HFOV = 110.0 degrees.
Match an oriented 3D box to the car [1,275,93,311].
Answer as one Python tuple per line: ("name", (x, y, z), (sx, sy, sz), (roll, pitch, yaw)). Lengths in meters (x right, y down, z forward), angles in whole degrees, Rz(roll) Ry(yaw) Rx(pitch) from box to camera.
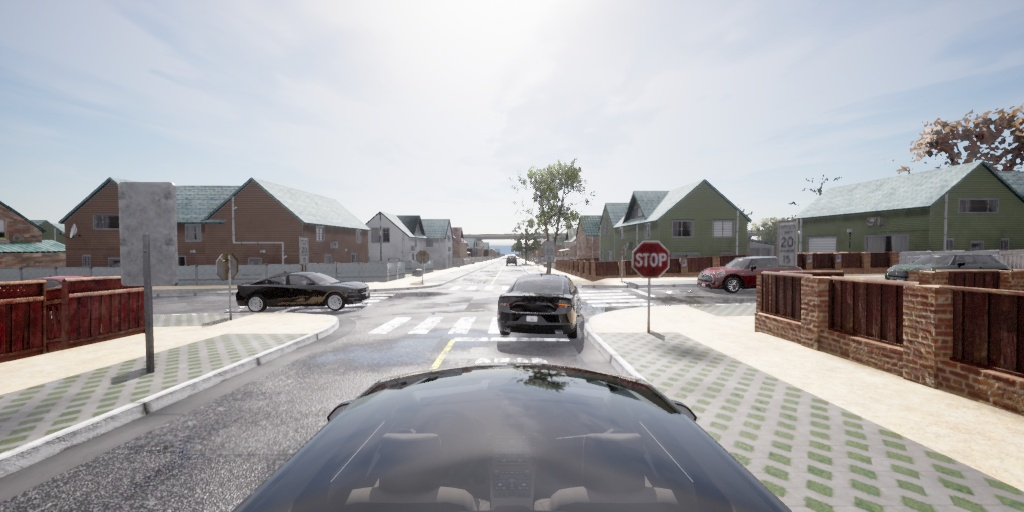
("car", (-18.035, 1.547, 14.705), (5.008, 1.535, 1.882), (-1, 2, 0))

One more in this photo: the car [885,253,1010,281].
("car", (21.684, 0.646, 17.966), (4.553, 1.767, 2.097), (-1, 2, 0))

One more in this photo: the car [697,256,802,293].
("car", (11.789, 0.820, 17.884), (4.553, 1.767, 2.097), (-1, 2, 0))

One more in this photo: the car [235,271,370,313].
("car", (-8.483, 1.377, 14.778), (5.008, 1.535, 1.882), (-1, 2, 0))

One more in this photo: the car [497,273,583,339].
("car", (0.949, 1.224, 10.262), (1.882, 1.535, 5.008), (0, 0, 12))
